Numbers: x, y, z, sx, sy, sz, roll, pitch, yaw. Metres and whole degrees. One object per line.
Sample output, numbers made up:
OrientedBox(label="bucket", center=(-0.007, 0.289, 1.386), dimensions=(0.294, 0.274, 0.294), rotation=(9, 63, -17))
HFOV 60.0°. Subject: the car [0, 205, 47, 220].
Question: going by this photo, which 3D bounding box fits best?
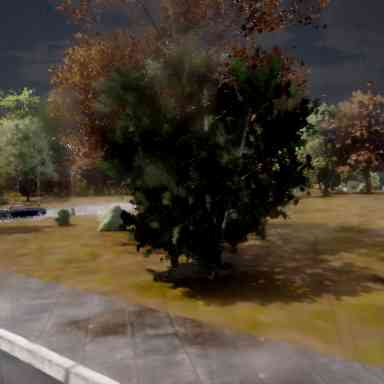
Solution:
OrientedBox(label="car", center=(-16.488, 1.877, 31.894), dimensions=(1.895, 1.301, 4.718), rotation=(-1, 0, 39))
